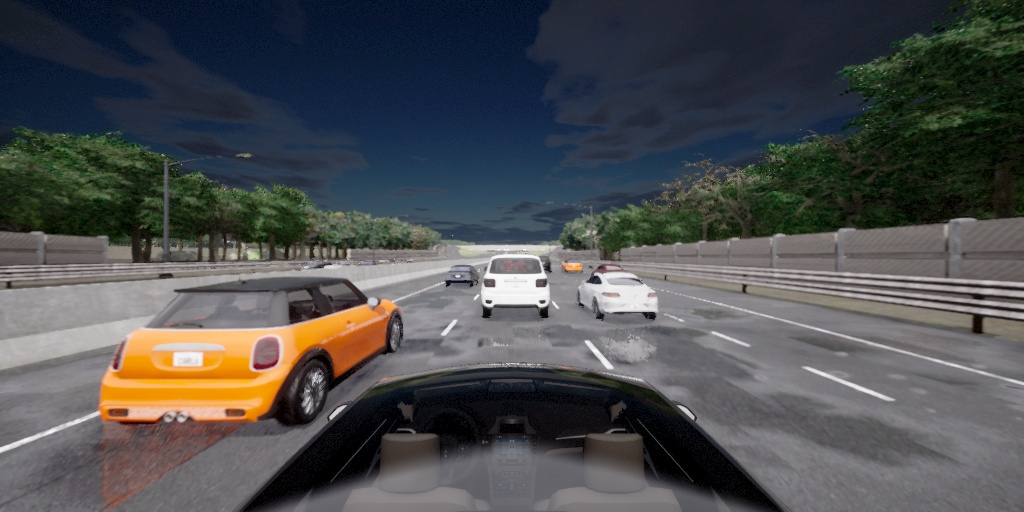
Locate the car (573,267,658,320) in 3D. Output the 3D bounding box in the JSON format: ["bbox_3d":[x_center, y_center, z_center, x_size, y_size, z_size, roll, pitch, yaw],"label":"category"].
[{"bbox_3d":[3.512,1.278,12.518,1.812,1.442,4.674,0,0,0],"label":"car"}]

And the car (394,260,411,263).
[{"bbox_3d":[-13.889,1.297,45.105,1.837,1.490,4.892,0,0,1],"label":"car"}]

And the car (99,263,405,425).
[{"bbox_3d":[-3.397,1.102,5.889,2.097,1.767,4.553,0,0,0],"label":"car"}]

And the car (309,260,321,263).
[{"bbox_3d":[-24.384,1.282,45.028,2.128,1.511,4.902,0,0,1],"label":"car"}]

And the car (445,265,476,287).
[{"bbox_3d":[-3.347,1.311,24.716,2.033,1.411,5.357,0,0,0],"label":"car"}]

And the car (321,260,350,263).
[{"bbox_3d":[-20.902,1.389,43.915,1.895,1.301,4.718,0,0,1],"label":"car"}]

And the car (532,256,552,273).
[{"bbox_3d":[3.692,1.016,45.354,2.150,2.045,5.566,0,0,1],"label":"car"}]

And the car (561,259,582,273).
[{"bbox_3d":[7.279,1.145,44.177,2.097,1.767,4.553,0,0,1],"label":"car"}]

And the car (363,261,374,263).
[{"bbox_3d":[-17.403,1.352,43.576,1.994,1.385,4.181,0,0,1],"label":"car"}]

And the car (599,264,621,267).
[{"bbox_3d":[7.138,1.293,26.367,1.812,1.442,4.674,0,0,1],"label":"car"}]

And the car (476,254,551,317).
[{"bbox_3d":[0.114,0.974,13.278,2.150,2.045,5.566,0,0,0],"label":"car"}]
